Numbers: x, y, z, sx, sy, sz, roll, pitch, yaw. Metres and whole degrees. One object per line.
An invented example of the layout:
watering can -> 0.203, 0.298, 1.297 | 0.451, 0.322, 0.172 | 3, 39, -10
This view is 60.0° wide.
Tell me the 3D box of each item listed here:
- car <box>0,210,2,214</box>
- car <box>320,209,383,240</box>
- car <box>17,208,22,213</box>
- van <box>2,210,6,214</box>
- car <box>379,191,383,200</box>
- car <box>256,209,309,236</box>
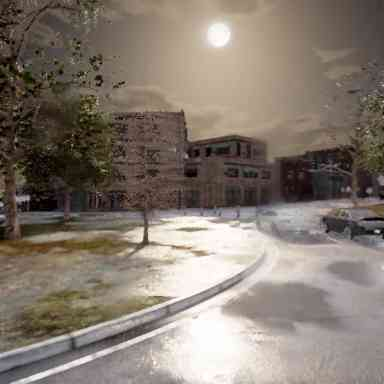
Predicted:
car -> -46.015, 5.297, 82.174 | 2.002, 1.452, 4.674 | 0, -4, -33
car -> 8.603, 1.656, 17.953 | 2.128, 1.511, 4.902 | 0, -1, -1
car -> -33.892, 3.729, 63.836 | 2.002, 1.452, 4.674 | 2, -5, -33
van -> -40.020, 4.254, 73.090 | 1.878, 1.987, 4.442 | 0, -4, -33
car -> 43.493, 0.737, 73.811 | 5.566, 2.045, 2.150 | -2, 0, -44
car -> 5.267, 1.722, 19.650 | 1.812, 1.442, 4.674 | 0, -1, -7
